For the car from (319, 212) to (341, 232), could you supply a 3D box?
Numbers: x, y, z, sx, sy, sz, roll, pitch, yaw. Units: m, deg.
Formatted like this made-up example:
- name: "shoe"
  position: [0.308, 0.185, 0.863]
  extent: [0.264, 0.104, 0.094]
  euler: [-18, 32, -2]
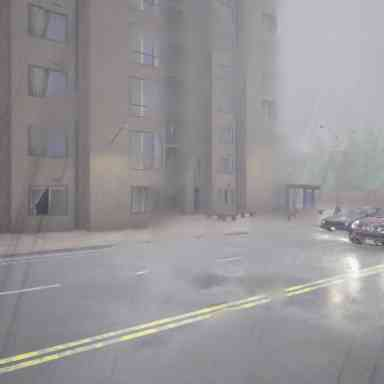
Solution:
- name: "car"
  position: [9.640, 1.547, 19.027]
  extent: [5.357, 1.411, 2.033]
  euler: [0, 0, -34]

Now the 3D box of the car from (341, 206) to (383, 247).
- name: "car"
  position: [8.784, 1.351, 14.218]
  extent: [4.553, 1.767, 2.097]
  euler: [0, 0, -34]
